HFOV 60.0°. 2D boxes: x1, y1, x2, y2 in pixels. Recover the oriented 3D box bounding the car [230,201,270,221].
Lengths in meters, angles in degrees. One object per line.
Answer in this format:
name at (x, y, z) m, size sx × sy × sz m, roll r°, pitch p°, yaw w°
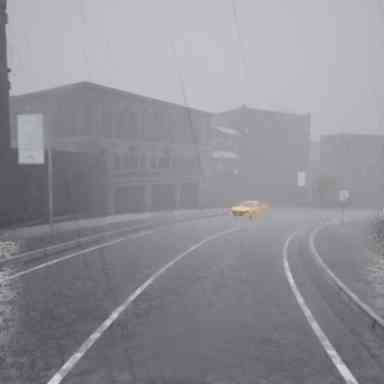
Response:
car at (4.952, 1.480, 28.114) m, size 1.882 × 1.535 × 5.008 m, roll 3°, pitch 1°, yaw 34°
